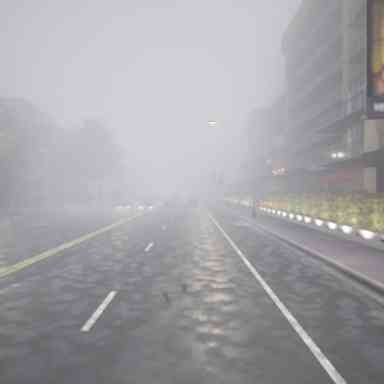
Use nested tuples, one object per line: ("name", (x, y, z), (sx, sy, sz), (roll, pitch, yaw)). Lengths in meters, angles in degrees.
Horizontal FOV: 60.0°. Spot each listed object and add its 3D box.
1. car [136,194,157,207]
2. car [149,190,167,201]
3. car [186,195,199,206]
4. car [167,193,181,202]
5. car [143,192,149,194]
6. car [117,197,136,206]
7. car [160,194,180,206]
("car", (-7.047, 1.491, 52.181), (1.837, 1.490, 4.892), (0, 0, 0))
("car", (-6.971, 1.207, 68.811), (2.150, 2.045, 5.566), (0, 0, 0))
("car", (0.103, 1.511, 56.109), (1.812, 1.442, 4.674), (0, 0, 0))
("car", (-3.471, 1.207, 70.347), (2.150, 2.045, 5.566), (0, 0, 0))
("car", (-10.471, 1.337, 69.347), (2.097, 1.767, 4.553), (0, 0, 0))
("car", (-10.542, 1.550, 52.961), (1.994, 1.385, 4.181), (0, 0, 0))
("car", (-3.405, 1.534, 53.160), (2.033, 1.411, 5.357), (0, 0, 0))
